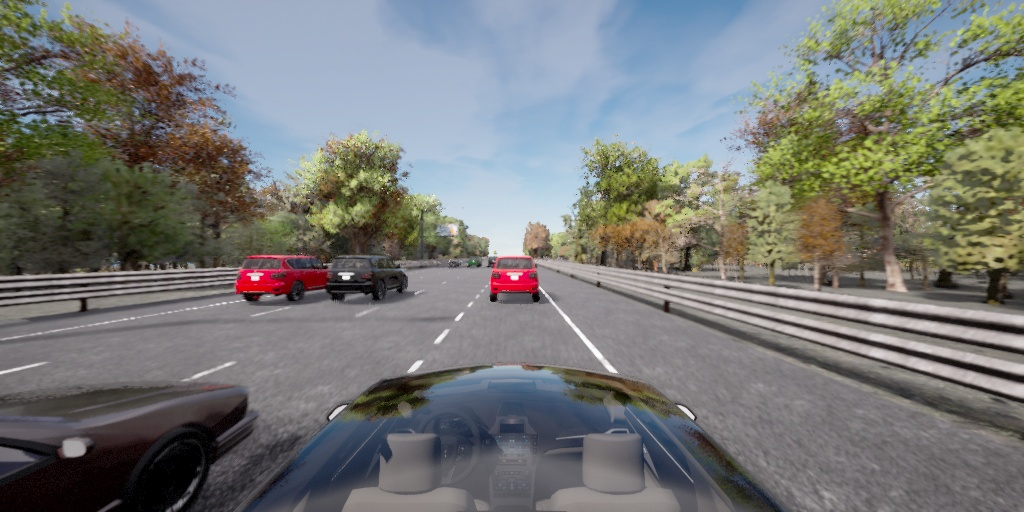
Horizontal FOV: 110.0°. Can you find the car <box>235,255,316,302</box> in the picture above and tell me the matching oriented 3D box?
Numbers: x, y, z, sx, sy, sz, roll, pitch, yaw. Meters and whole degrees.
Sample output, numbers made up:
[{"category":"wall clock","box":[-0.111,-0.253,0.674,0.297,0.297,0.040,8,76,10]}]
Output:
[{"category":"car","box":[-10.381,0.996,17.175,2.150,2.045,5.566,0,0,0]}]

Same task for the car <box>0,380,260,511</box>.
[{"category":"car","box":[-3.402,1.295,1.020,2.033,1.411,5.357,0,0,0]}]

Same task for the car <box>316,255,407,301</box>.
[{"category":"car","box":[-6.881,0.998,17.573,2.150,2.045,5.566,0,0,0]}]

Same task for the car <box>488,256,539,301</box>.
[{"category":"car","box":[0.121,1.001,17.677,2.150,2.045,5.566,0,0,0]}]
